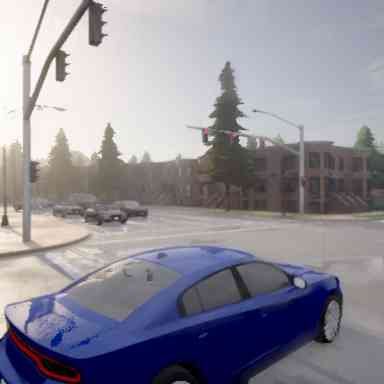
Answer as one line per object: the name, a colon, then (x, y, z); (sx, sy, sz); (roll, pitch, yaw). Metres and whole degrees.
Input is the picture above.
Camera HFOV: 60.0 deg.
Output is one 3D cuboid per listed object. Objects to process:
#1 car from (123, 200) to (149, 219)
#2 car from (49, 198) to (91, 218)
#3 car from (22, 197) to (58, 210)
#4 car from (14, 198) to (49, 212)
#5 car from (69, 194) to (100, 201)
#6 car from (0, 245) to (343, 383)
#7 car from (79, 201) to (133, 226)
car: (-5.515, 1.469, 28.647); (1.882, 1.535, 5.008); (0, 0, -37)
car: (-11.226, 1.558, 30.375); (1.994, 1.385, 4.181); (0, 0, -38)
car: (-19.716, 1.471, 43.056); (5.008, 1.535, 1.882); (0, 0, 32)
car: (-18.381, 1.487, 37.799); (4.902, 1.511, 2.128); (0, 0, 37)
car: (-11.668, 1.213, 36.322); (2.150, 2.045, 5.566); (0, 0, -44)
car: (0.256, 1.476, 4.481); (5.008, 1.535, 1.882); (0, 0, -43)
car: (-6.178, 1.558, 23.653); (1.994, 1.385, 4.181); (0, 0, -36)
